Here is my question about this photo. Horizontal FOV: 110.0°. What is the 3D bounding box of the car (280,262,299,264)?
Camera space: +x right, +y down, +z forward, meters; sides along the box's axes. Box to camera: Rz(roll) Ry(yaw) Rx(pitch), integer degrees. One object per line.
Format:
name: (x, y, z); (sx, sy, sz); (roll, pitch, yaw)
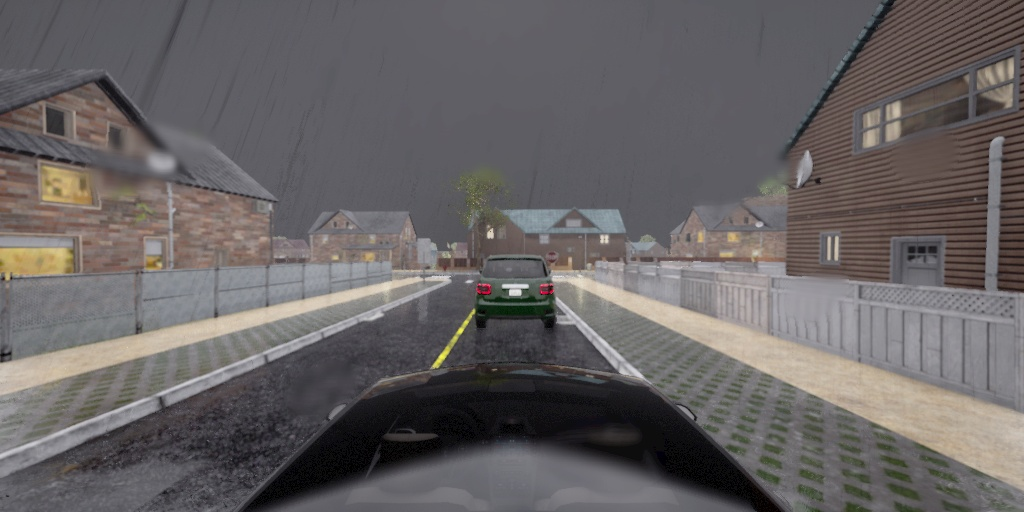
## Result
car: (-20.302, 1.311, 33.378); (4.674, 1.442, 1.812); (0, 1, 2)

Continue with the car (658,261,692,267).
car: (15.762, 1.206, 35.113); (4.902, 1.511, 2.128); (0, 1, 2)

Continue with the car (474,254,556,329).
car: (0.100, 0.971, 11.389); (2.150, 2.045, 5.566); (0, 0, 0)
